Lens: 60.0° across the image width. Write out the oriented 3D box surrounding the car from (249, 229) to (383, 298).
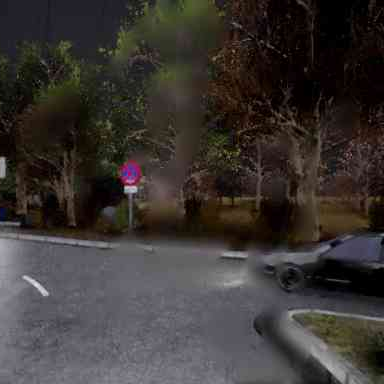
[{"bbox_3d":[4.019,1.530,7.180,5.357,1.411,2.033,-1,-1,33],"label":"car"}]
